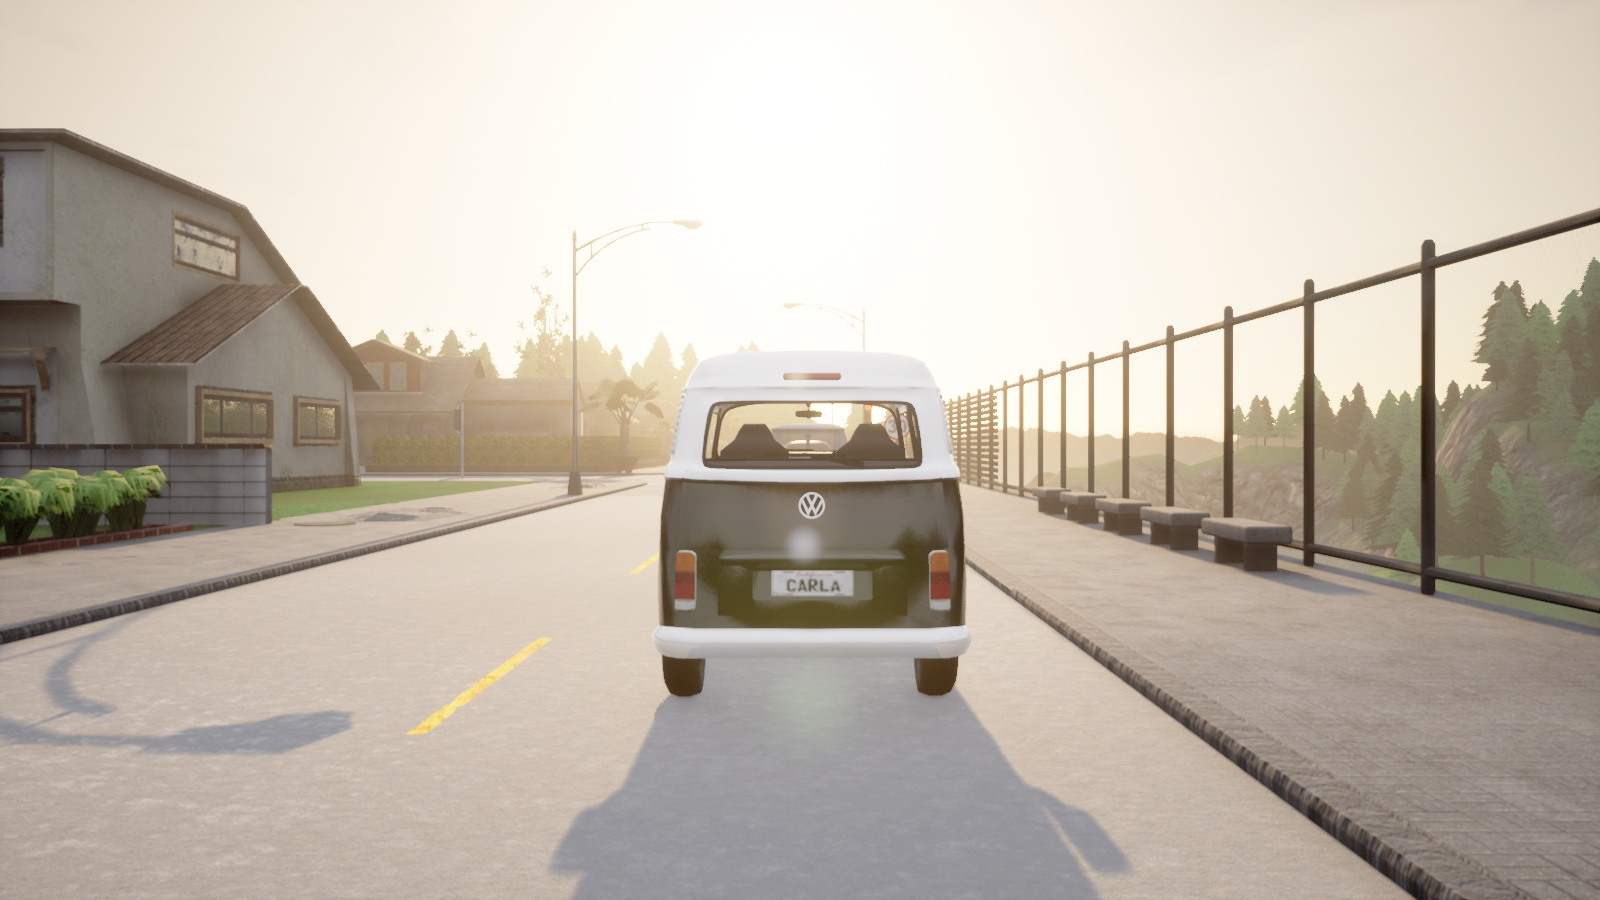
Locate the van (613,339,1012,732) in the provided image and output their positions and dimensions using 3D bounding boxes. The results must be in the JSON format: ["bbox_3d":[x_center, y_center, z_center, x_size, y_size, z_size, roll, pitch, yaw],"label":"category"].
[{"bbox_3d":[0.069,0.440,8.752,2.069,2.038,4.480,0,0,0],"label":"van"}]
